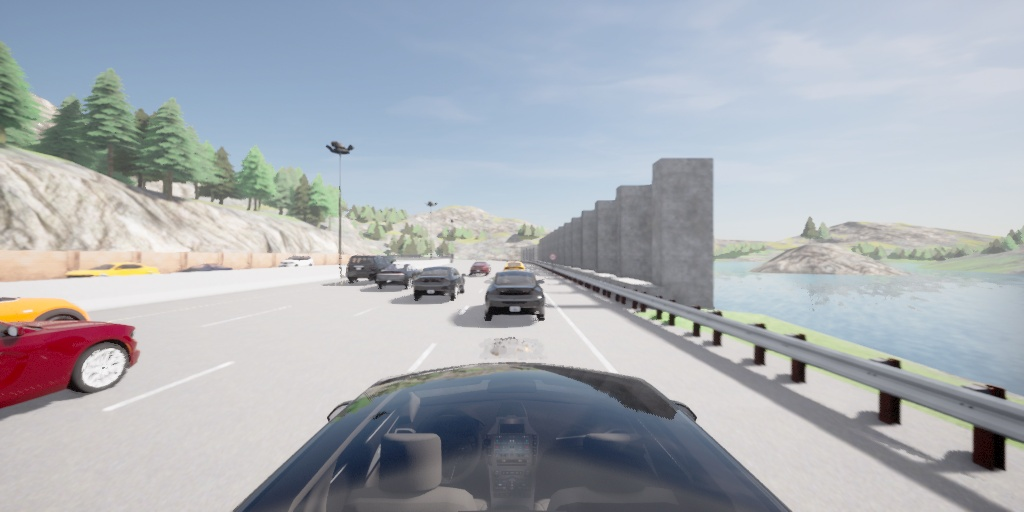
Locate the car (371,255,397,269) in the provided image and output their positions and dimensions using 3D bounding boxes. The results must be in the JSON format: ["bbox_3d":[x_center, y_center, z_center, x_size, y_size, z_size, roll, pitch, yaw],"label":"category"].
[{"bbox_3d":[-20.394,0.941,57.388,2.150,2.045,5.566,0,0,1],"label":"car"}]

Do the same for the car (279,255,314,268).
[{"bbox_3d":[-30.994,0.942,51.848,2.150,2.045,5.566,0,0,2],"label":"car"}]

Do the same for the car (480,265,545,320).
[{"bbox_3d":[0.088,1.250,12.558,1.837,1.490,4.892,0,0,0],"label":"car"}]

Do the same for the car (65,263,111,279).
[{"bbox_3d":[-10.402,1.099,6.025,2.097,1.767,4.553,0,0,0],"label":"car"}]

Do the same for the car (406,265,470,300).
[{"bbox_3d":[-3.407,1.247,17.465,1.837,1.490,4.892,0,0,0],"label":"car"}]

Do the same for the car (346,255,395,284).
[{"bbox_3d":[-10.366,0.958,26.975,2.150,2.045,5.566,0,0,1],"label":"car"}]

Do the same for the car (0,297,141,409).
[{"bbox_3d":[-6.901,1.226,3.647,1.882,1.535,5.008,0,0,0],"label":"car"}]

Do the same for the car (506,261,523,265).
[{"bbox_3d":[0.222,1.212,32.459,1.882,1.535,5.008,0,0,1],"label":"car"}]

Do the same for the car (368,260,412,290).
[{"bbox_3d":[-6.897,1.230,22.567,2.128,1.511,4.902,0,0,0],"label":"car"}]

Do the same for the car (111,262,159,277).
[{"bbox_3d":[-28.066,1.213,25.372,1.882,1.535,5.008,0,0,1],"label":"car"}]

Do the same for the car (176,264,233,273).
[{"bbox_3d":[-24.532,1.298,28.727,1.994,1.385,4.181,0,0,1],"label":"car"}]

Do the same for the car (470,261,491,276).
[{"bbox_3d":[-3.192,1.258,36.704,1.812,1.442,4.674,0,0,1],"label":"car"}]
